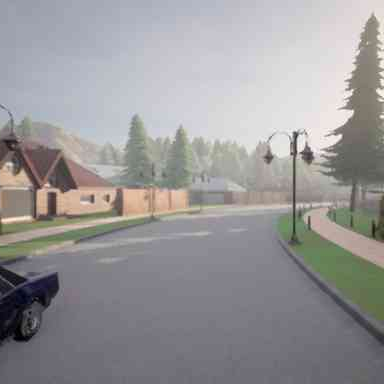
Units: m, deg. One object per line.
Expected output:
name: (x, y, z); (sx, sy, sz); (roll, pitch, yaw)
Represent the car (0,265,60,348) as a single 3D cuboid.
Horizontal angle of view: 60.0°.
car: (-3.398, 1.597, 3.778); (1.895, 1.301, 4.718); (0, 0, 3)
